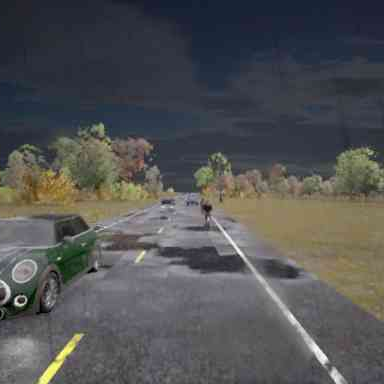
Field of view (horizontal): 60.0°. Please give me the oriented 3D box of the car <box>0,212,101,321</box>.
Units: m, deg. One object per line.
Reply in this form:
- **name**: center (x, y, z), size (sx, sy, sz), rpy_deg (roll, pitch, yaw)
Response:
- **car**: center (-3.605, 1.320, 7.466), size (2.097, 1.767, 4.553), rpy_deg (0, 0, 0)

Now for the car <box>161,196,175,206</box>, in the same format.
- **car**: center (-3.593, 1.340, 50.089), size (2.033, 1.411, 5.357), rpy_deg (0, 0, 0)

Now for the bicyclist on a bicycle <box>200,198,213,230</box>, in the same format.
- **bicyclist on a bicycle**: center (0.953, 1.290, 19.578), size (0.659, 1.776, 1.843), rpy_deg (0, 0, 0)

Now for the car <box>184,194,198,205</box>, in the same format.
- **car**: center (0.064, 1.329, 52.939), size (2.033, 1.411, 5.357), rpy_deg (0, 0, 0)

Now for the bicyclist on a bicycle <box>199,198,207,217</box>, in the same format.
- **bicyclist on a bicycle**: center (0.947, 1.333, 29.226), size (0.582, 1.620, 1.656), rpy_deg (0, 0, 0)
